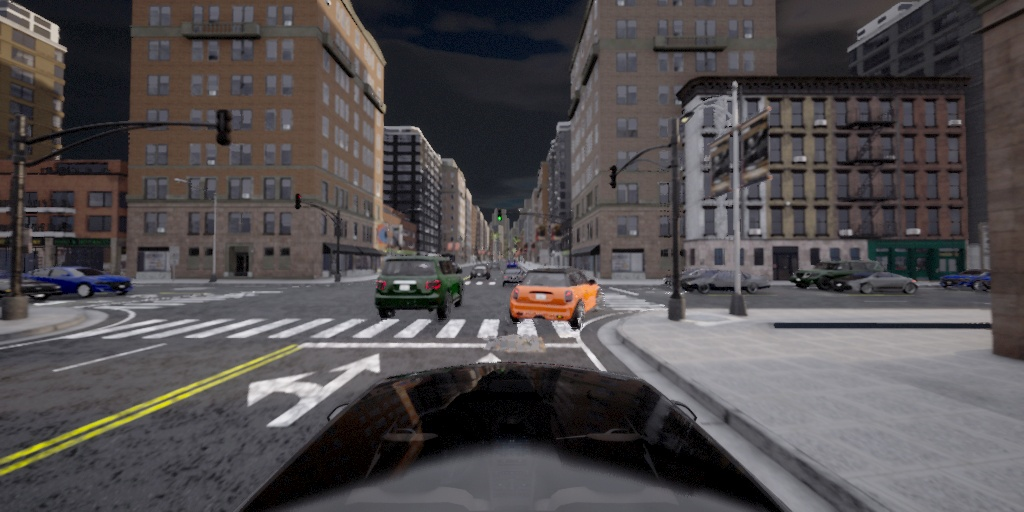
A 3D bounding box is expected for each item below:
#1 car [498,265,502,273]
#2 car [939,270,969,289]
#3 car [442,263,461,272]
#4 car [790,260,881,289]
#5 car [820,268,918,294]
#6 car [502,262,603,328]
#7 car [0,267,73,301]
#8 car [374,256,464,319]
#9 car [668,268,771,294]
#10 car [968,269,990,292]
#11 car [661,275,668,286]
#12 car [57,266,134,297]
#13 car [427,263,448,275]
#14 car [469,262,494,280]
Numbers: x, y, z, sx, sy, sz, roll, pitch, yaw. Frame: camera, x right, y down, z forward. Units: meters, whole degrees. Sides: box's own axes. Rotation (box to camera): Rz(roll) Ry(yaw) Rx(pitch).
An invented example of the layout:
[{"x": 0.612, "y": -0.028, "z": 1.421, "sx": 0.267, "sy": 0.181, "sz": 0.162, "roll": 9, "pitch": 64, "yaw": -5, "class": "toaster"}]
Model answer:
[{"x": 0.109, "y": 1.617, "z": 29.579, "sx": 2.033, "sy": 1.411, "sz": 5.357, "roll": 0, "pitch": 1, "yaw": 0, "class": "car"}, {"x": 33.481, "y": 1.624, "z": 25.425, "sx": 5.008, "sy": 1.535, "sz": 1.882, "roll": 0, "pitch": -1, "yaw": 0, "class": "car"}, {"x": -9.729, "y": 1.817, "z": 57.971, "sx": 2.033, "sy": 1.411, "sz": 5.357, "roll": 0, "pitch": -1, "yaw": 0, "class": "car"}, {"x": 23.043, "y": 1.337, "z": 25.419, "sx": 5.566, "sy": 2.045, "sz": 2.150, "roll": 0, "pitch": -1, "yaw": 0, "class": "car"}, {"x": 22.185, "y": 1.605, "z": 22.161, "sx": 4.181, "sy": 1.385, "sz": 1.994, "roll": 0, "pitch": -1, "yaw": 0, "class": "car"}, {"x": 1.662, "y": 1.168, "z": 12.115, "sx": 2.097, "sy": 1.767, "sz": 4.553, "roll": 0, "pitch": 0, "yaw": 23, "class": "car"}, {"x": -22.840, "y": 1.293, "z": 15.339, "sx": 5.357, "sy": 1.411, "sz": 2.033, "roll": 0, "pitch": -1, "yaw": 0, "class": "car"}, {"x": -3.138, "y": 1.033, "z": 13.161, "sx": 2.150, "sy": 2.045, "sz": 5.566, "roll": 0, "pitch": 0, "yaw": 0, "class": "car"}, {"x": 12.946, "y": 1.562, "z": 22.168, "sx": 5.357, "sy": 1.411, "sz": 2.033, "roll": 0, "pitch": -1, "yaw": -4, "class": "car"}, {"x": 32.101, "y": 1.547, "z": 22.173, "sx": 5.008, "sy": 1.535, "sz": 1.882, "roll": 0, "pitch": -1, "yaw": 0, "class": "car"}, {"x": 13.178, "y": 1.579, "z": 25.398, "sx": 4.902, "sy": 1.511, "sz": 2.128, "roll": 0, "pitch": -1, "yaw": 0, "class": "car"}, {"x": -22.701, "y": 1.297, "z": 18.589, "sx": 5.008, "sy": 1.535, "sz": 1.882, "roll": 0, "pitch": -1, "yaw": 0, "class": "car"}, {"x": -9.787, "y": 1.703, "z": 47.684, "sx": 1.812, "sy": 1.442, "sz": 4.674, "roll": 0, "pitch": -1, "yaw": 0, "class": "car"}, {"x": -3.136, "y": 1.601, "z": 36.537, "sx": 1.812, "sy": 1.442, "sz": 4.674, "roll": 0, "pitch": -1, "yaw": 0, "class": "car"}]
